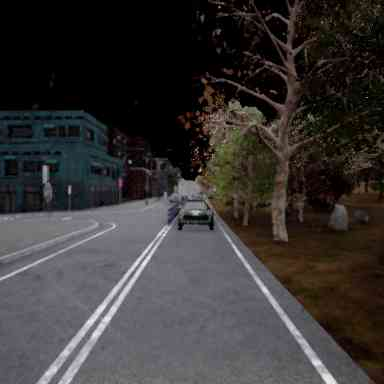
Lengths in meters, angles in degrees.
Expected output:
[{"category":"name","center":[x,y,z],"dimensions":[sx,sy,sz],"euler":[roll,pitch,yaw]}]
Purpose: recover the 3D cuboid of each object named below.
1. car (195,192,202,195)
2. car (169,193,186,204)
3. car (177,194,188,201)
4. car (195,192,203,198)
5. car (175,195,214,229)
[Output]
[{"category":"car","center":[1.464,0.979,73.603],"dimensions":[2.033,1.411,5.357],"euler":[0,1,2]},{"category":"car","center":[-2.475,0.997,53.889],"dimensions":[2.097,1.767,4.553],"euler":[0,1,2]},{"category":"car","center":[-1.911,1.042,69.648],"dimensions":[1.994,1.385,4.181],"euler":[0,1,2]},{"category":"car","center":[1.777,0.716,84.019],"dimensions":[2.033,1.411,5.357],"euler":[0,1,2]},{"category":"car","center":[0.244,1.258,20.995],"dimensions":[2.097,1.767,4.553],"euler":[0,0,1]}]
